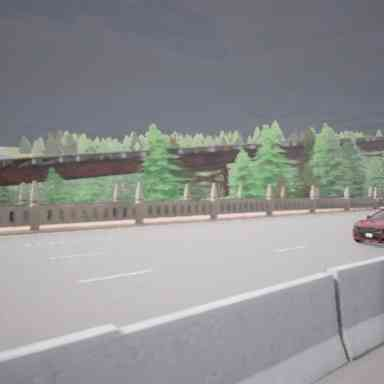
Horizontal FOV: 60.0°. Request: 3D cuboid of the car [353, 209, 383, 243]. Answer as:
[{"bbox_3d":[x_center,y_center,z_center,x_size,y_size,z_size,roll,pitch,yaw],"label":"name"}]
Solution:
[{"bbox_3d":[9.134,1.450,14.783,5.008,1.535,1.882,0,0,-35],"label":"car"}]
